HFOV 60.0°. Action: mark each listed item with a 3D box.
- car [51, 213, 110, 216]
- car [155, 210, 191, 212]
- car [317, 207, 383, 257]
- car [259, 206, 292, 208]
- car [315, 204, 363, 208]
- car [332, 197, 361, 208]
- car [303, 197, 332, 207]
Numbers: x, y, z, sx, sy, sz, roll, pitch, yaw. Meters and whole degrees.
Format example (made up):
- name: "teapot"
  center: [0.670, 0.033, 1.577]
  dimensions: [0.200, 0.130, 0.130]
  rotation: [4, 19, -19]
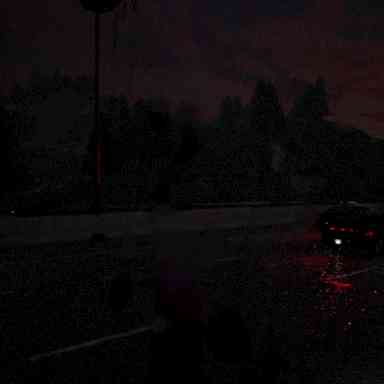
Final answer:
- name: "car"
  center: [-9.491, 1.549, 27.314]
  dimensions: [5.357, 1.411, 2.033]
  rotation: [0, 0, -35]
- name: "car"
  center: [-2.016, 1.498, 28.341]
  dimensions: [4.902, 1.511, 2.128]
  rotation: [0, 0, -35]
- name: "car"
  center: [7.118, 1.511, 13.124]
  dimensions: [4.892, 1.490, 1.837]
  rotation: [0, 0, -36]
- name: "car"
  center: [7.702, 1.559, 30.957]
  dimensions: [5.357, 1.411, 2.033]
  rotation: [0, 0, -35]
- name: "car"
  center: [9.140, 1.487, 18.866]
  dimensions: [5.008, 1.535, 1.882]
  rotation: [0, 0, -35]
- name: "car"
  center: [23.741, 1.534, 50.953]
  dimensions: [4.892, 1.490, 1.837]
  rotation: [0, 0, -35]
- name: "car"
  center: [19.889, 1.526, 52.507]
  dimensions: [4.892, 1.490, 1.837]
  rotation: [0, 0, -35]
